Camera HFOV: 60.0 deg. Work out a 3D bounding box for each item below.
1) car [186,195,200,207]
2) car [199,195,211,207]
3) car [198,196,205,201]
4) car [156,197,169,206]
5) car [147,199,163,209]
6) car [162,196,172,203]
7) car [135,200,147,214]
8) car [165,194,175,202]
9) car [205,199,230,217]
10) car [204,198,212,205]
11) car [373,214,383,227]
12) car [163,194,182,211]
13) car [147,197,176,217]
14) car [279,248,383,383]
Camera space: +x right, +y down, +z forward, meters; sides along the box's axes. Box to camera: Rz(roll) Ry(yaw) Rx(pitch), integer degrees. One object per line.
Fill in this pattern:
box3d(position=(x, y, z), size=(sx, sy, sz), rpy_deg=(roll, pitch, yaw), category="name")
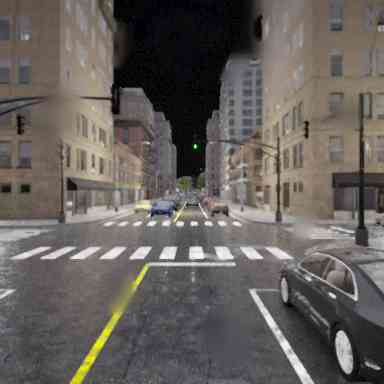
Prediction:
box3d(position=(0.094, 1.705, 55.050), size=(1.994, 1.385, 4.181), rpy_deg=(0, 0, 0), category="car")
box3d(position=(2.630, 1.581, 54.870), size=(1.967, 1.590, 4.097), rpy_deg=(0, 0, 0), category="car")
box3d(position=(2.627, 1.747, 89.130), size=(1.752, 1.417, 4.829), rpy_deg=(0, 0, 0), category="car")
box3d(position=(-5.395, 1.706, 60.547), size=(2.008, 1.369, 4.403), rpy_deg=(0, 0, 0), category="car")
box3d(position=(-5.394, 1.694, 49.184), size=(1.947, 1.339, 4.313), rpy_deg=(0, 0, 0), category="car")
box3d(position=(-5.397, 1.622, 71.909), size=(1.967, 1.590, 4.097), rpy_deg=(0, 0, 0), category="car")
box3d(position=(-5.393, 1.625, 37.652), size=(1.752, 1.417, 4.829), rpy_deg=(0, 0, 0), category="car")
box3d(position=(-5.398, 1.524, 83.272), size=(2.192, 1.841, 5.009), rpy_deg=(0, 0, 0), category="car")
box3d(position=(2.633, 1.636, 32.143), size=(2.008, 1.369, 4.403), rpy_deg=(0, 0, 0), category="car")
box3d(position=(2.632, 1.681, 37.824), size=(1.802, 1.307, 4.206), rpy_deg=(0, 0, 0), category="car")
box3d(position=(13.589, 1.569, 19.907), size=(4.718, 1.301, 1.895), rpy_deg=(0, 0, 0), category="car")
box3d(position=(-2.826, 1.332, 41.994), size=(2.150, 2.045, 5.566), rpy_deg=(0, 0, 1), category="car")
box3d(position=(-2.846, 1.563, 32.005), size=(1.882, 1.535, 5.008), rpy_deg=(0, 0, 0), category="car")
box3d(position=(2.639, 1.565, 5.267), size=(2.008, 1.369, 4.403), rpy_deg=(0, 0, 0), category="car")
